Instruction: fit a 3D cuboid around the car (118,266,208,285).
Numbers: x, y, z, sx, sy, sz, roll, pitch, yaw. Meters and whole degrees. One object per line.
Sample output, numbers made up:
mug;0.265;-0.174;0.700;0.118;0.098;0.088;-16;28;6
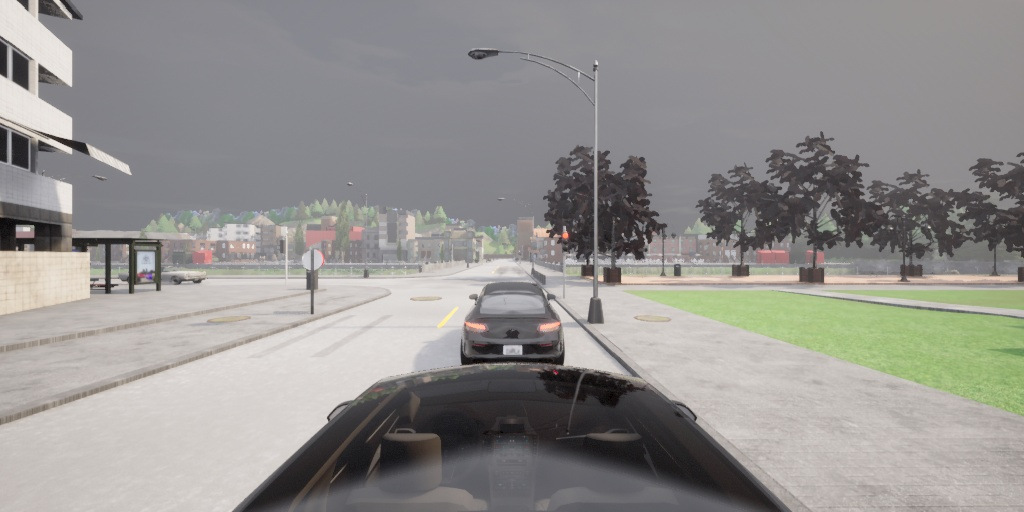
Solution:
car;-24.467;1.351;25.288;4.718;1.301;1.895;0;0;0

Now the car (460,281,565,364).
car;0.007;1.276;7.794;1.812;1.442;4.674;0;0;0
